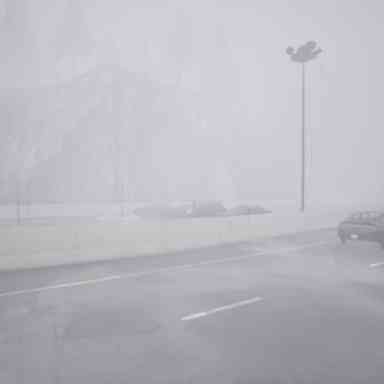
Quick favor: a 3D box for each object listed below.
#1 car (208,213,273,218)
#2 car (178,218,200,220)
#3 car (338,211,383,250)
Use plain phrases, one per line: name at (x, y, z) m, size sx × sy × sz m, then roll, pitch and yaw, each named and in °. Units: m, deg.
car at (4.051, 1.695, 25.207) m, size 5.357 × 1.411 × 2.033 m, roll 1°, pitch 0°, yaw -41°
car at (0.739, 1.494, 27.003) m, size 4.553 × 1.767 × 2.097 m, roll 0°, pitch 0°, yaw -40°
car at (8.427, 1.604, 15.056) m, size 4.902 × 1.511 × 2.128 m, roll 0°, pitch 0°, yaw -40°
